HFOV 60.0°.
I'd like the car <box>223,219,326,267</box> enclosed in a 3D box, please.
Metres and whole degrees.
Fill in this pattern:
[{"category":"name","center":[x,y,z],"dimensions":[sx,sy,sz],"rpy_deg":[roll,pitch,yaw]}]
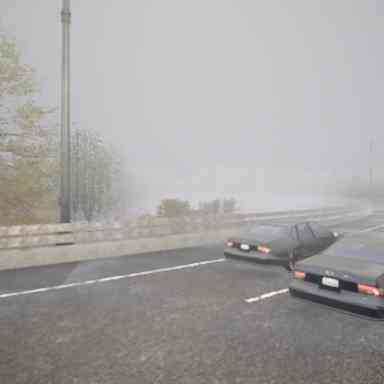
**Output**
[{"category":"car","center":[3.405,1.620,11.111],"dimensions":[5.357,1.411,2.033],"rpy_deg":[0,0,-41]}]

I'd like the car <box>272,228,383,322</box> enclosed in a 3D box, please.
[{"category":"car","center":[4.291,1.598,7.289],"dimensions":[5.357,1.411,2.033],"rpy_deg":[0,0,-40]}]
